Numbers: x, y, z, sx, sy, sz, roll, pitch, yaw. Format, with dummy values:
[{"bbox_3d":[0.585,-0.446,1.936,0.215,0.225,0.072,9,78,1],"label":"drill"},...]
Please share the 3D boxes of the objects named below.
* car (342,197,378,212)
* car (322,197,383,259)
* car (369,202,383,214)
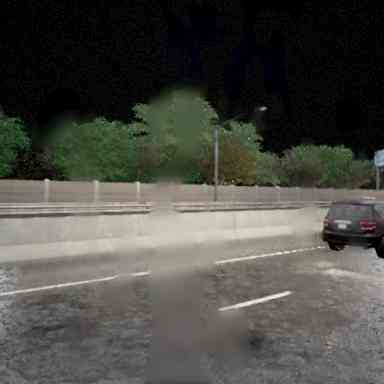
[{"bbox_3d":[23.579,1.722,46.569,5.566,2.045,2.150,1,-1,-35],"label":"car"},{"bbox_3d":[7.573,1.356,13.464,5.566,2.045,2.150,1,-1,-35],"label":"car"},{"bbox_3d":[25.215,2.056,43.441,4.181,1.385,1.994,1,-1,-35],"label":"car"}]
